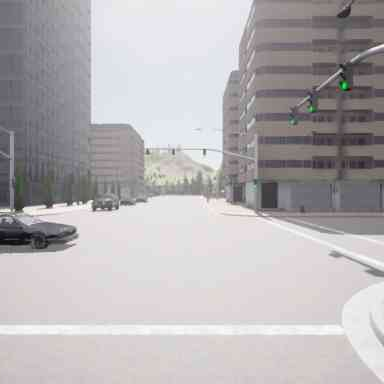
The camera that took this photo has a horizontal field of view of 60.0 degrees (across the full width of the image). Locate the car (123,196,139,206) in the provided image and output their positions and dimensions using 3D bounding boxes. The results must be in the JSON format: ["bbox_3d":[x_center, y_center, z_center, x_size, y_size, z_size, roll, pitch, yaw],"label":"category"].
[{"bbox_3d":[-10.500,1.600,54.396,1.895,1.301,4.718,0,0,0],"label":"car"}]

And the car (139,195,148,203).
[{"bbox_3d":[-10.389,1.477,68.837,1.882,1.535,5.008,0,0,0],"label":"car"}]

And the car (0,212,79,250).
[{"bbox_3d":[-7.544,1.548,13.619,5.357,1.411,2.033,0,0,0],"label":"car"}]

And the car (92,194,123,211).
[{"bbox_3d":[-10.503,1.221,40.882,2.150,2.045,5.566,0,0,2],"label":"car"}]
